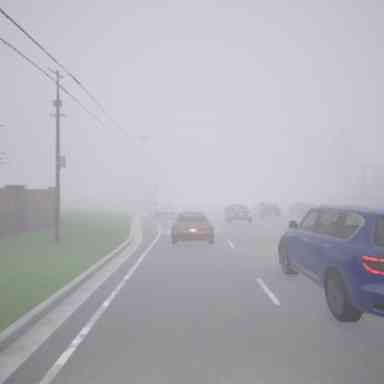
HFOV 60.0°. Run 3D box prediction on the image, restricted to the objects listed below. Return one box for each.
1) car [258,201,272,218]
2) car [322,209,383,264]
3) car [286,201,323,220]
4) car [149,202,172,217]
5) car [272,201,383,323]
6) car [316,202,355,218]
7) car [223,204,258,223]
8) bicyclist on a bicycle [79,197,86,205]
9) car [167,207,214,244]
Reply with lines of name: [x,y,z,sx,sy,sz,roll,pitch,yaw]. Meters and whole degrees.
car: [7.097,1.671,31.673,1.837,1.490,4.892,0,0,0]
car: [7.094,1.547,13.193,1.882,1.535,5.008,0,0,0]
car: [10.597,1.672,31.716,1.837,1.490,4.892,0,0,0]
car: [-3.023,1.695,32.995,1.812,1.442,4.674,0,0,-19]
car: [3.585,1.263,7.385,2.150,2.045,5.566,0,0,0]
car: [14.097,1.737,32.917,1.994,1.385,4.181,0,0,0]
car: [3.597,1.686,26.861,2.033,1.411,5.357,0,0,0]
bicyclist on a bicycle: [-19.912,1.616,60.557,0.582,1.620,1.656,0,0,33]
car: [-0.013,1.648,16.460,1.994,1.385,4.181,0,0,-1]
